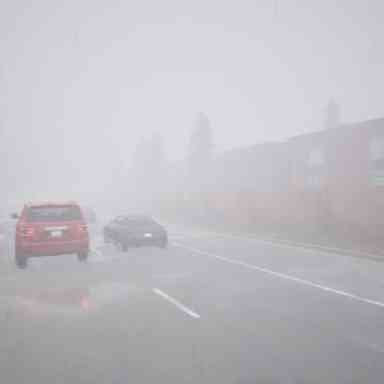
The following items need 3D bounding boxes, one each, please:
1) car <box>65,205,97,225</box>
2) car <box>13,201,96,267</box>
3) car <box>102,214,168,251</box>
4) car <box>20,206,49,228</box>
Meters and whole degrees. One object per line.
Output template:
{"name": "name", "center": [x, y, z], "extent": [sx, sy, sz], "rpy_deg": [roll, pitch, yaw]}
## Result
{"name": "car", "center": [-9.330, 1.823, 27.822], "extent": [1.994, 1.385, 4.181], "rpy_deg": [0, 0, -26]}
{"name": "car", "center": [-5.317, 1.351, 12.344], "extent": [2.150, 2.045, 5.566], "rpy_deg": [0, 0, -28]}
{"name": "car", "center": [-2.664, 1.678, 14.851], "extent": [1.994, 1.385, 4.181], "rpy_deg": [0, 0, -27]}
{"name": "car", "center": [-12.369, 1.880, 26.071], "extent": [1.895, 1.301, 4.718], "rpy_deg": [0, 0, -26]}
